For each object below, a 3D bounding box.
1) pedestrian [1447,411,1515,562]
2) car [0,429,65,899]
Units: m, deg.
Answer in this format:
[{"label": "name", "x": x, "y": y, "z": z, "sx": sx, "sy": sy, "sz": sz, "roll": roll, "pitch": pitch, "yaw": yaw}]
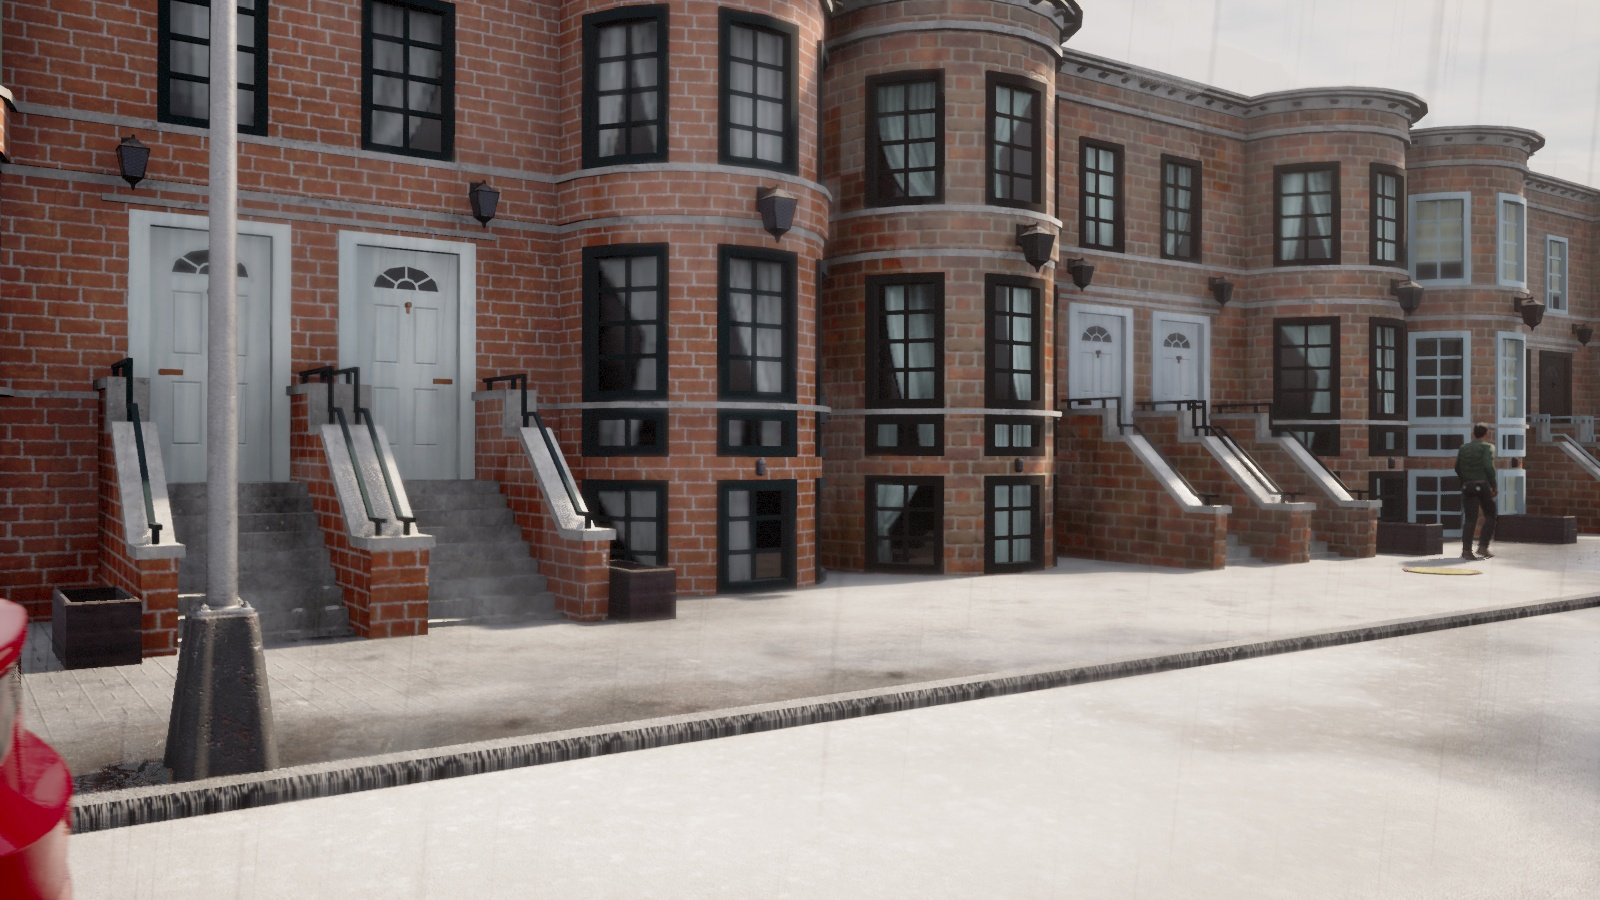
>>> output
[{"label": "pedestrian", "x": 9.014, "y": 0.474, "z": 16.624, "sx": 0.788, "sy": 1.949, "sz": 0.423, "roll": 0, "pitch": 0, "yaw": -28}, {"label": "car", "x": -3.890, "y": 0.734, "z": 1.559, "sx": 5.008, "sy": 1.535, "sz": 1.882, "roll": 0, "pitch": 0, "yaw": -35}]
